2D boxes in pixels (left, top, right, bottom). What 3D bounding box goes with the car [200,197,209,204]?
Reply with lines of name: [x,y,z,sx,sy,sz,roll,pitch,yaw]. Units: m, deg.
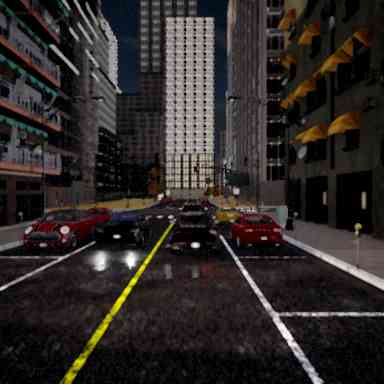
car: [2.751,1.863,74.975,1.752,1.417,4.829,-1,0,0]

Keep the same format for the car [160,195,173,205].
car: [-5.635,1.856,69.254,1.887,1.381,4.507,-1,0,0]

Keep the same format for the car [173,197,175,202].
car: [-5.631,1.652,74.815,2.192,1.841,5.009,-1,0,0]

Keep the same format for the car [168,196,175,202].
car: [-5.615,1.939,91.322,1.752,1.417,4.829,-1,0,0]

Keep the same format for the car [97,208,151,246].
car: [-3.071,1.633,15.563,1.994,1.385,4.181,0,0,0]

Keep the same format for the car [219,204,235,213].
car: [2.705,1.640,25.890,1.752,1.417,4.829,-1,0,0]

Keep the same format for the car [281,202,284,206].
car: [14.292,1.459,44.835,4.507,1.381,1.887,-1,1,0]

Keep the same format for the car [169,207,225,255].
car: [0.111,1.565,13.631,1.837,1.490,4.892,0,0,0]

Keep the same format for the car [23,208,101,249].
car: [-5.687,1.505,14.695,1.967,1.590,4.097,-1,0,0]

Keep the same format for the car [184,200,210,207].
car: [0.119,1.588,24.883,1.882,1.535,5.008,0,0,0]

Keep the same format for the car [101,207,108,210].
car: [-5.681,1.634,20.218,1.887,1.381,4.507,-1,0,0]

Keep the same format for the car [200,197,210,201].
car: [2.744,1.752,69.246,1.967,1.590,4.097,-1,0,0]

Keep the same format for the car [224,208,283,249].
car: [2.695,1.610,14.673,1.887,1.381,4.507,-1,0,0]
